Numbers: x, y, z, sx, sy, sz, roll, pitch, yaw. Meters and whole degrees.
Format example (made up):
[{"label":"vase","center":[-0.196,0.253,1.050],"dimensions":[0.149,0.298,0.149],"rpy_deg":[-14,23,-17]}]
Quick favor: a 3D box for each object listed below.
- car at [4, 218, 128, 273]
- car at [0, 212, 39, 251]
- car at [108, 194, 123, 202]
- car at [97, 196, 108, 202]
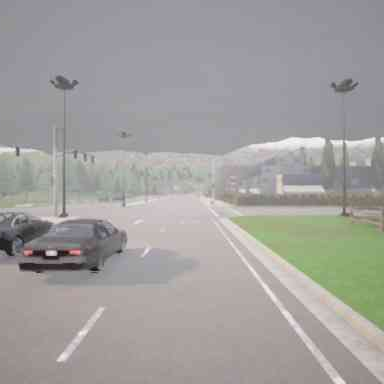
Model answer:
[{"label":"car","center":[-3.472,1.573,10.768],"dimensions":[2.033,1.411,5.357],"rpy_deg":[0,0,1]},{"label":"car","center":[-6.952,1.522,12.947],"dimensions":[2.128,1.511,4.902],"rpy_deg":[0,0,0]},{"label":"car","center":[-18.477,1.417,82.783],"dimensions":[2.150,2.045,5.566],"rpy_deg":[0,0,0]},{"label":"car","center":[-21.977,1.732,82.860],"dimensions":[2.033,1.411,5.357],"rpy_deg":[0,0,0]}]
